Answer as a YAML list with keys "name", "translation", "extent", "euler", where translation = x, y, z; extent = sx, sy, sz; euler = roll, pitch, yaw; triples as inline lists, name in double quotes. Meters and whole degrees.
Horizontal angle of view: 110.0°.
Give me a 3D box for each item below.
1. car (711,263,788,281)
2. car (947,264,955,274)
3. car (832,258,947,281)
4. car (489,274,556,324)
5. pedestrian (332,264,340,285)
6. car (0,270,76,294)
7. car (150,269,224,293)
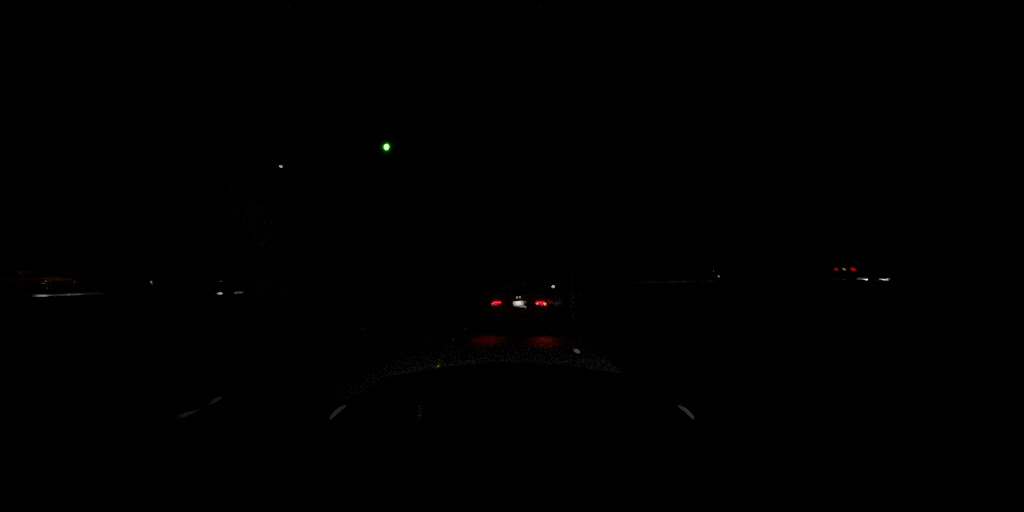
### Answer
- name: "car"
  translation: [17.607, 1.160, 26.758]
  extent: [4.718, 1.301, 1.895]
  euler: [-1, -2, 0]
- name: "car"
  translation: [29.534, 0.918, 26.767]
  extent: [5.357, 1.411, 2.033]
  euler: [-1, -2, -1]
- name: "car"
  translation: [23.880, 0.863, 23.084]
  extent: [5.357, 1.411, 2.033]
  euler: [-1, -2, 0]
- name: "car"
  translation: [0.456, 1.326, 12.129]
  extent: [2.033, 1.411, 5.357]
  euler: [0, 0, 6]
- name: "pedestrian"
  translation: [-15.115, 1.534, 30.675]
  extent: [0.375, 1.860, 0.375]
  euler: [0, -1, 0]
- name: "car"
  translation: [-31.242, 1.649, 23.079]
  extent: [5.008, 1.535, 1.882]
  euler: [-1, -2, 0]
- name: "car"
  translation: [-20.263, 1.546, 23.073]
  extent: [4.892, 1.490, 1.837]
  euler: [-1, -2, 0]
